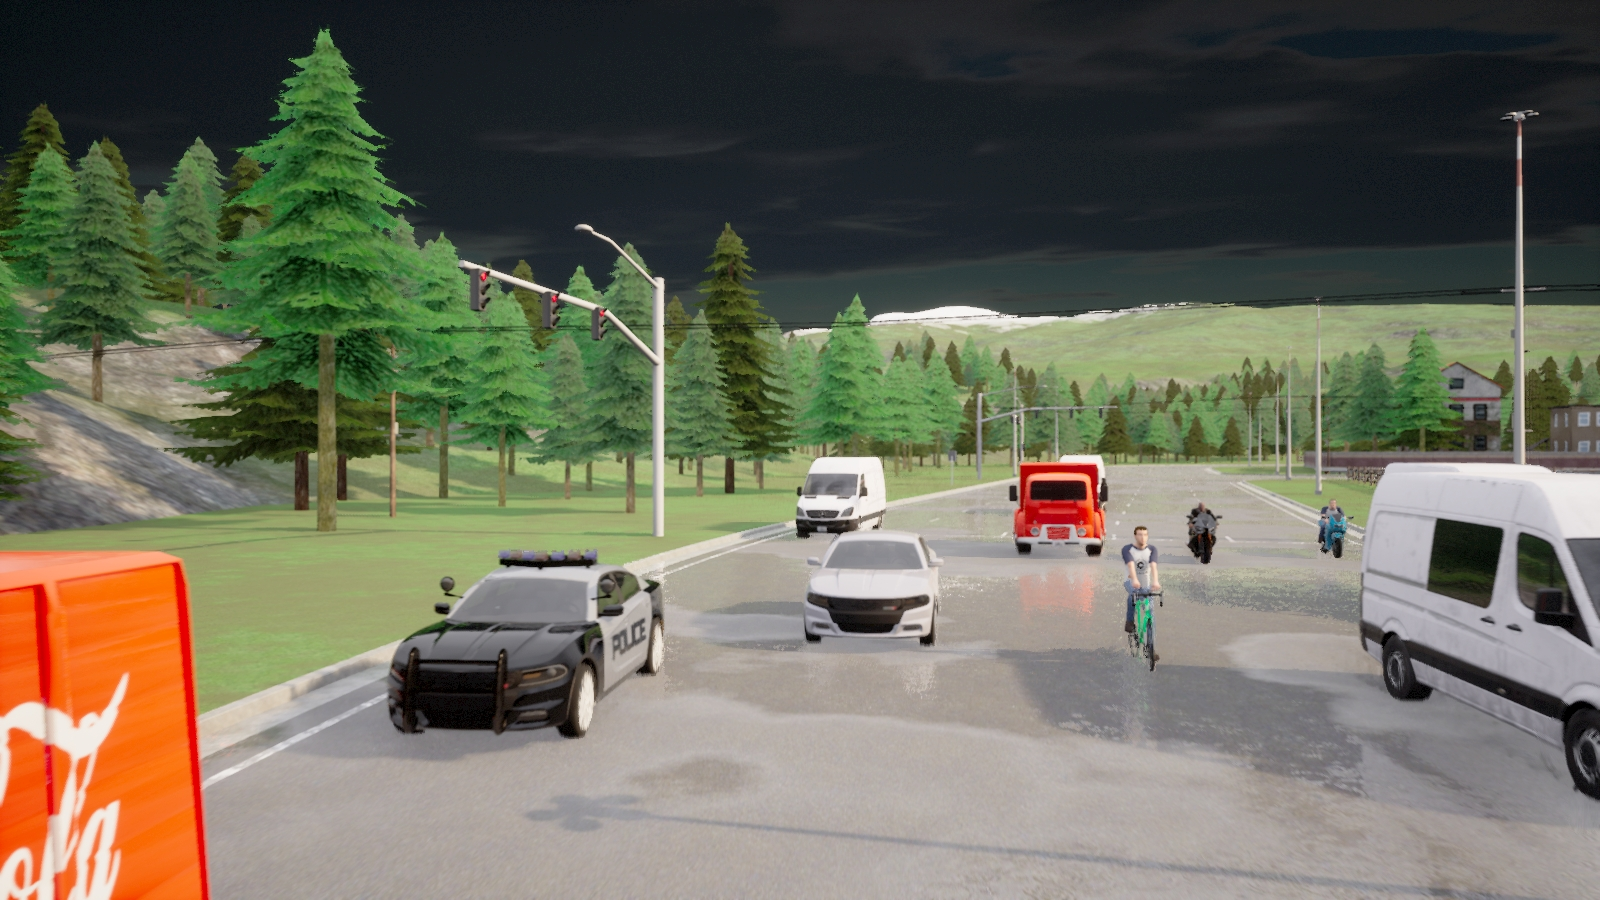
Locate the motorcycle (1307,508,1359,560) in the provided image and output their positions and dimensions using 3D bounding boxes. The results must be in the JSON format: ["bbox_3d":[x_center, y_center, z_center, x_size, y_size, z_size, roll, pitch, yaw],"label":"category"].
[{"bbox_3d":[13.963,2.180,29.975,0.803,1.199,2.033,1,0,13],"label":"motorcycle"}]

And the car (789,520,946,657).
[{"bbox_3d":[1.230,2.030,18.043,2.097,1.535,5.006,0,0,8],"label":"car"}]

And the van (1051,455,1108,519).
[{"bbox_3d":[12.119,1.523,49.347,1.988,2.561,5.915,0,0,18],"label":"van"}]

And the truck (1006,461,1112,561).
[{"bbox_3d":[7.157,1.563,31.601,2.627,2.467,5.204,0,0,13],"label":"truck"}]

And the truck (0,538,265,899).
[{"bbox_3d":[-3.445,1.570,1.879,2.627,2.467,5.204,0,0,1],"label":"truck"}]

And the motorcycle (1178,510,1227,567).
[{"bbox_3d":[10.112,2.198,28.788,0.867,1.251,2.209,0,0,12],"label":"motorcycle"}]

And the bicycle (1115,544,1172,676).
[{"bbox_3d":[4.482,2.052,14.994,0.373,1.496,1.643,1,0,5],"label":"bicycle"}]

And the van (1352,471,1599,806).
[{"bbox_3d":[7.508,1.532,11.024,1.988,2.561,5.915,0,0,5],"label":"van"}]

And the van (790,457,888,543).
[{"bbox_3d":[1.408,1.525,37.623,1.988,2.561,5.915,0,0,14],"label":"van"}]

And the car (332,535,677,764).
[{"bbox_3d":[-2.955,1.979,12.893,2.097,1.638,5.238,0,0,6],"label":"car"}]
